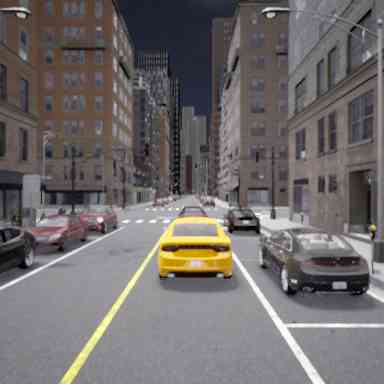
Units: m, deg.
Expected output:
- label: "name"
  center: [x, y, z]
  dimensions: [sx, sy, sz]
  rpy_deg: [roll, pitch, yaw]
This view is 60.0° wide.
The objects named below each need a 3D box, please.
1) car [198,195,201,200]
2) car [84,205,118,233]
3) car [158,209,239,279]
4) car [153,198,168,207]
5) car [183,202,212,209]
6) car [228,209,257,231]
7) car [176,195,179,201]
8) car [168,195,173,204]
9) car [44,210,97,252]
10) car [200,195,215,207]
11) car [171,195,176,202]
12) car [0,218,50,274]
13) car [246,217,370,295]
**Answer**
- label: "car"
  center: [2.938, 1.794, 78.345]
  dimensions: [1.967, 1.590, 4.097]
  rpy_deg: [0, 0, 0]
- label: "car"
  center: [-5.667, 1.508, 19.621]
  dimensions: [1.967, 1.590, 4.097]
  rpy_deg: [0, 0, 0]
- label: "car"
  center: [0.100, 1.513, 10.138]
  dimensions: [1.882, 1.535, 5.008]
  rpy_deg: [0, 0, 0]
- label: "car"
  center: [-5.628, 1.813, 56.723]
  dimensions: [1.802, 1.307, 4.206]
  rpy_deg: [0, 0, 0]
- label: "car"
  center: [0.031, 1.642, 22.363]
  dimensions: [1.994, 1.385, 4.181]
  rpy_deg: [0, 0, -2]
- label: "car"
  center: [2.858, 1.634, 19.619]
  dimensions: [1.947, 1.339, 4.313]
  rpy_deg: [0, 0, 0]
- label: "car"
  center: [-5.556, 1.783, 94.584]
  dimensions: [2.192, 1.841, 5.009]
  rpy_deg: [0, 0, 0]
- label: "car"
  center: [-5.607, 1.839, 67.540]
  dimensions: [2.008, 1.369, 4.403]
  rpy_deg: [0, 0, 0]
- label: "car"
  center: [-5.668, 1.631, 14.119]
  dimensions: [1.802, 1.307, 4.206]
  rpy_deg: [0, 0, 0]
- label: "car"
  center: [2.897, 1.672, 56.710]
  dimensions: [1.967, 1.590, 4.097]
  rpy_deg: [0, 0, 0]
- label: "car"
  center: [-5.576, 1.914, 83.595]
  dimensions: [1.752, 1.417, 4.829]
  rpy_deg: [0, 0, 0]
- label: "car"
  center: [-5.668, 1.596, 8.618]
  dimensions: [1.947, 1.339, 4.313]
  rpy_deg: [0, 0, 0]
- label: "car"
  center: [2.857, 1.581, 8.617]
  dimensions: [2.008, 1.369, 4.403]
  rpy_deg: [0, 0, 0]
